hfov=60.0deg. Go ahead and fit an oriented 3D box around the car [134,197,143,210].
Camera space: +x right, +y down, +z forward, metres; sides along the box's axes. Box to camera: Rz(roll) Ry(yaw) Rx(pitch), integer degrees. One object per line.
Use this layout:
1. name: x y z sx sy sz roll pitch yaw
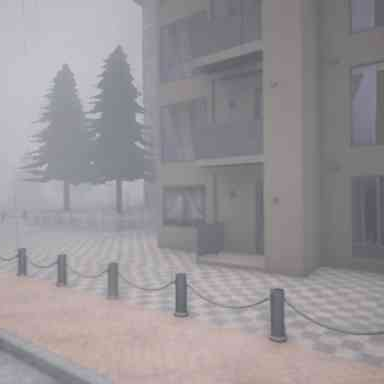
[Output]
1. car: -6.131 1.884 50.035 1.812 1.442 4.674 -1 0 35
